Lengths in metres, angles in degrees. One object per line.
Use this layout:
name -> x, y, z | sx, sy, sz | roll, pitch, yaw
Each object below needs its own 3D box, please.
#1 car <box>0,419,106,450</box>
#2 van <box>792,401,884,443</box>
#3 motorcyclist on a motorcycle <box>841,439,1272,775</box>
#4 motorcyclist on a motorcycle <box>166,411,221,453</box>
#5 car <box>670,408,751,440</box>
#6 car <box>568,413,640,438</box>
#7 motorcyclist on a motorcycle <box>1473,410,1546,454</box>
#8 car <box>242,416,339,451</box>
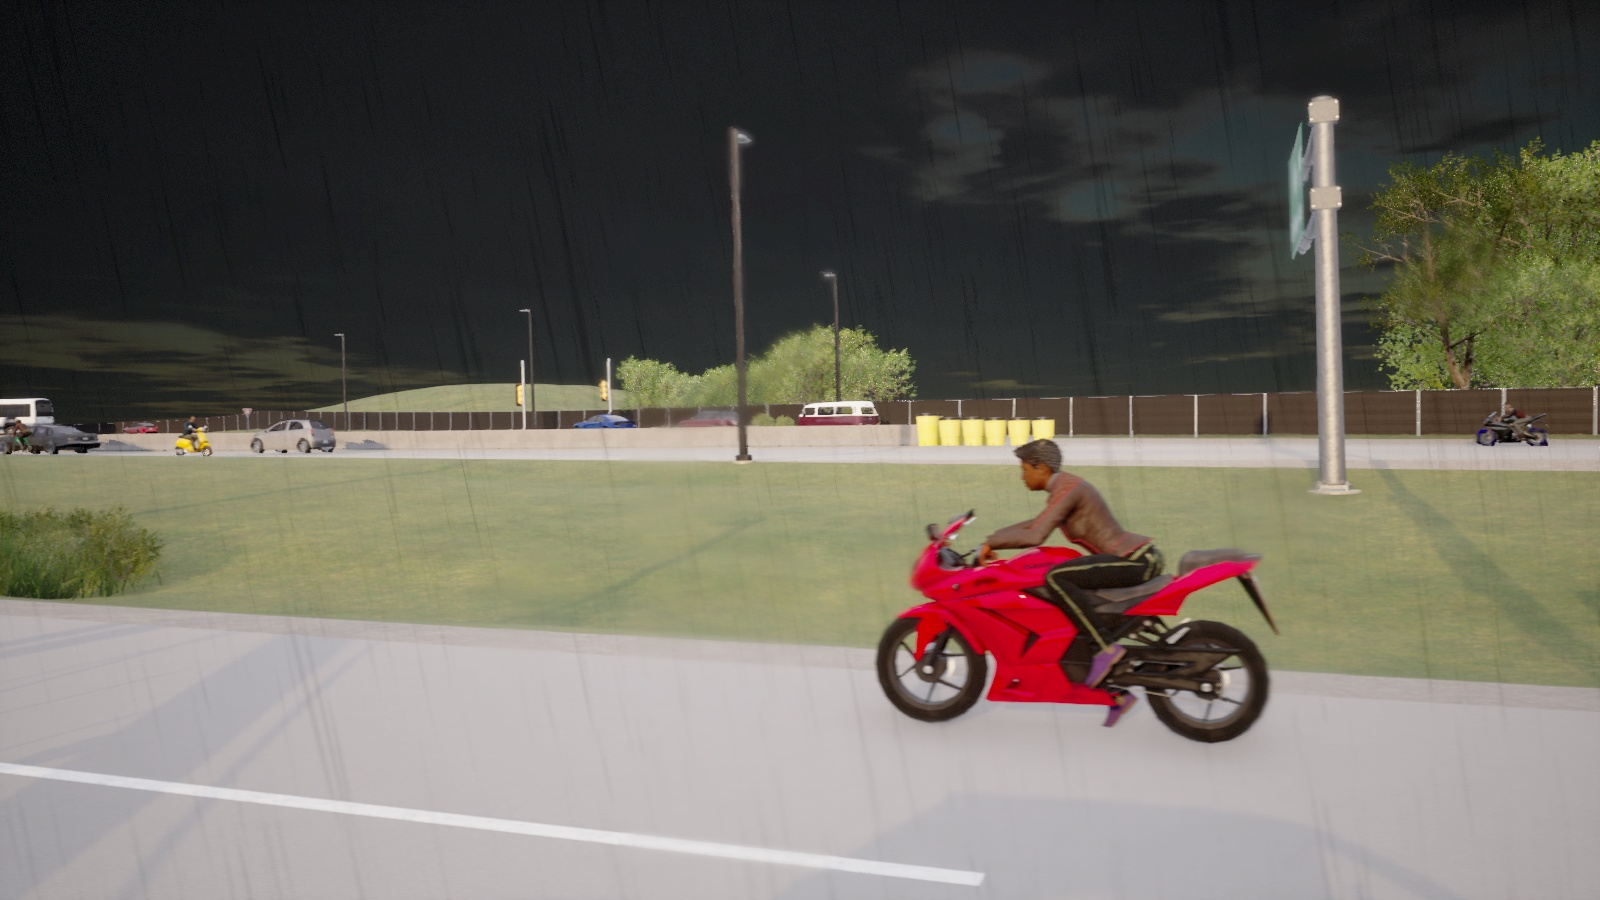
car -> -36.159, -0.750, 60.128 | 5.357, 1.411, 2.033 | 0, 1, 19
van -> 1.913, -1.431, 64.097 | 4.480, 2.038, 2.069 | 1, 2, 43
motorcyclist on a motorcycle -> 1.309, 0.711, 6.444 | 2.044, 1.523, 0.797 | 1, 1, 19
motorcyclist on a motorcycle -> -23.293, -0.682, 48.221 | 1.817, 1.590, 0.866 | 0, 1, 19
car -> -5.110, -1.483, 71.080 | 2.097, 1.767, 4.553 | -2, 2, -44
car -> -12.305, -1.565, 78.561 | 1.882, 1.535, 5.008 | -2, 3, -44
motorcyclist on a motorcycle -> 25.203, -0.648, 44.618 | 2.191, 1.530, 0.866 | 1, 1, 34
car -> -22.458, -0.722, 55.344 | 3.633, 1.501, 1.845 | 0, 1, 19
